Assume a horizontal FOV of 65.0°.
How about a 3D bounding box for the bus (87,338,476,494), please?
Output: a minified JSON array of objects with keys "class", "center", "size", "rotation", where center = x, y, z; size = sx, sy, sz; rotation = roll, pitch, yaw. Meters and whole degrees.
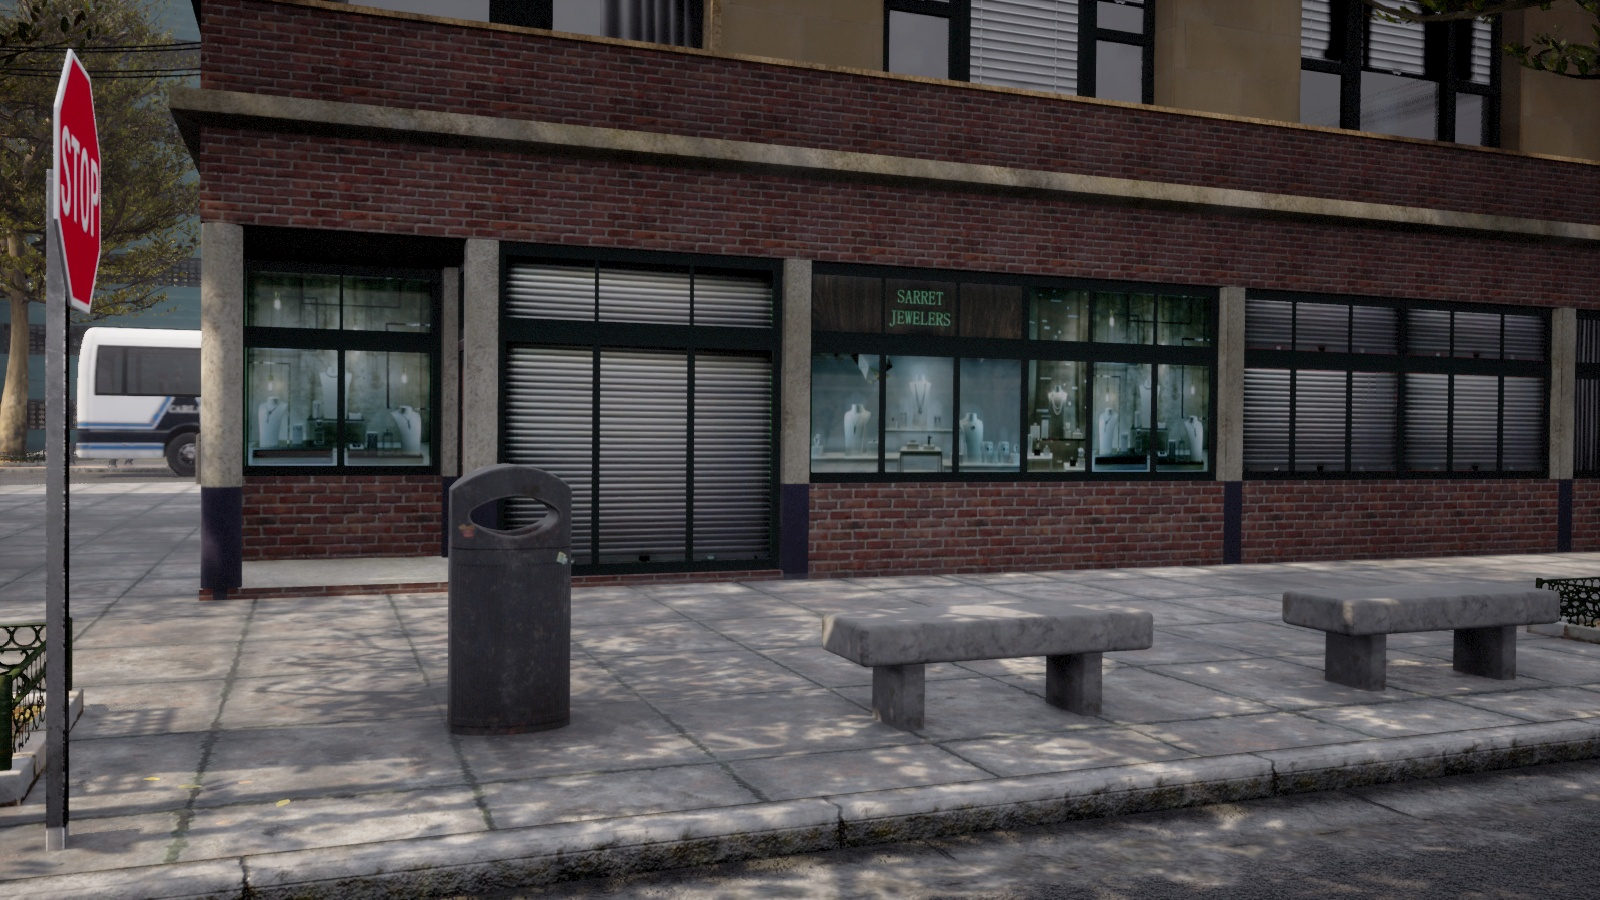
[{"class":"bus","center":[-15.346,-1.031,38.002],"size":[10.273,4.253,3.944],"rotation":[-1,1,-21]}]
